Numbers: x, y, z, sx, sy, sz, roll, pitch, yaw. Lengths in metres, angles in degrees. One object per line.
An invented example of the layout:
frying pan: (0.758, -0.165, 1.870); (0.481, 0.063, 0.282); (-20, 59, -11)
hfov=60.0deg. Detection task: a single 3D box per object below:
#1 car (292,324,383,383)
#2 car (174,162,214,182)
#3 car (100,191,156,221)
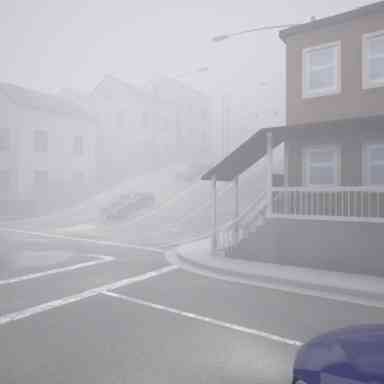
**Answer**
car: (2.931, 1.526, 1.873); (4.674, 1.442, 1.812); (0, 0, 36)
car: (0.175, -2.044, 32.367); (1.895, 1.301, 4.718); (0, 18, 35)
car: (-4.812, 0.900, 25.072); (2.128, 1.511, 4.902); (0, 15, 35)
